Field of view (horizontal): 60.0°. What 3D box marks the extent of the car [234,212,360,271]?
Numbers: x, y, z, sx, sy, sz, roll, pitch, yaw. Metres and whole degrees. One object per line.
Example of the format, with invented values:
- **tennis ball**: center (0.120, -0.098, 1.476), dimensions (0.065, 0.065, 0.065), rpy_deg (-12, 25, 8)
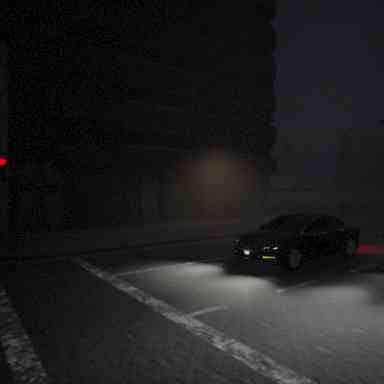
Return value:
- **car**: center (3.528, 1.436, 10.766), dimensions (4.892, 1.490, 1.837), rpy_deg (-1, 0, -35)
